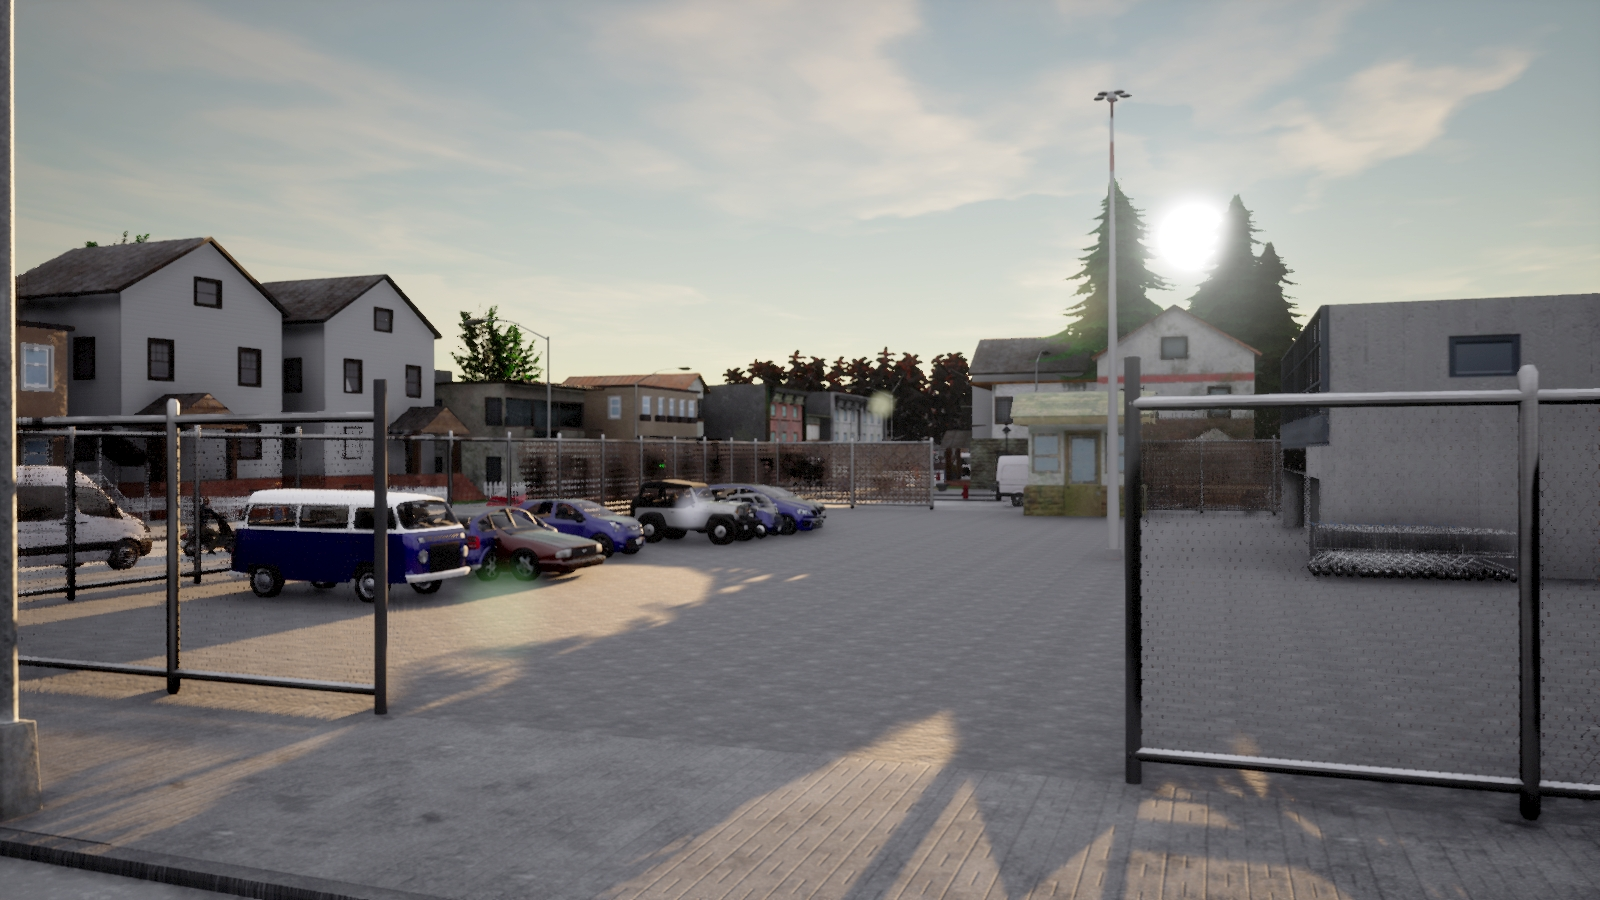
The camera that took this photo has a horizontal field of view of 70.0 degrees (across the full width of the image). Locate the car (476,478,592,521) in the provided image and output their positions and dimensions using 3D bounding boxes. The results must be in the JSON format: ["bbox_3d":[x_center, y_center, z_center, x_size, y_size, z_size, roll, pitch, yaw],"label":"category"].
[{"bbox_3d":[-10.637,1.937,46.064,2.231,1.480,4.892,0,0,20],"label":"car"}]

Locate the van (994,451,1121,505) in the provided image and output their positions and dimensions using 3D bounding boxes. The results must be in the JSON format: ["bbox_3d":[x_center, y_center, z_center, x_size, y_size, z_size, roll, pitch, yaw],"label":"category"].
[{"bbox_3d":[12.668,1.343,56.190,5.915,2.561,1.988,0,0,20],"label":"van"}]

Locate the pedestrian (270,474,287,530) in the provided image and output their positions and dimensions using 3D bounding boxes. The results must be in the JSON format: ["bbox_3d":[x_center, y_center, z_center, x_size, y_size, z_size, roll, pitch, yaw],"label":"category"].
[{"bbox_3d":[-17.512,1.737,38.354,0.375,1.860,0.375,0,0,17],"label":"pedestrian"}]

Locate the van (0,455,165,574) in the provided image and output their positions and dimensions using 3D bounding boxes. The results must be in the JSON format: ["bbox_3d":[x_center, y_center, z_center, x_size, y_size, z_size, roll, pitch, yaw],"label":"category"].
[{"bbox_3d":[-17.857,1.409,26.183,1.988,2.561,5.915,0,0,20],"label":"van"}]
